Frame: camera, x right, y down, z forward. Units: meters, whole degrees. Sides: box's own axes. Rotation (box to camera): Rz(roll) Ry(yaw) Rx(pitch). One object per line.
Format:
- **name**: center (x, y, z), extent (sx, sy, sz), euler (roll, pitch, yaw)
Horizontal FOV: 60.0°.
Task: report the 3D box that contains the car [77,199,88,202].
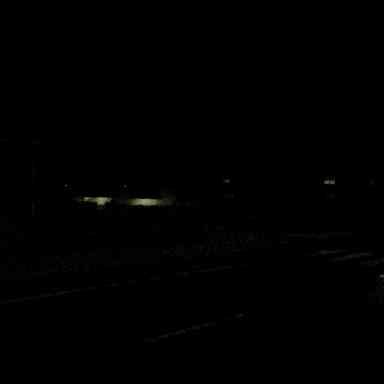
- **car**: center (-17.468, 1.856, 53.243), extent (1.994, 1.385, 4.181), euler (1, -1, -35)
